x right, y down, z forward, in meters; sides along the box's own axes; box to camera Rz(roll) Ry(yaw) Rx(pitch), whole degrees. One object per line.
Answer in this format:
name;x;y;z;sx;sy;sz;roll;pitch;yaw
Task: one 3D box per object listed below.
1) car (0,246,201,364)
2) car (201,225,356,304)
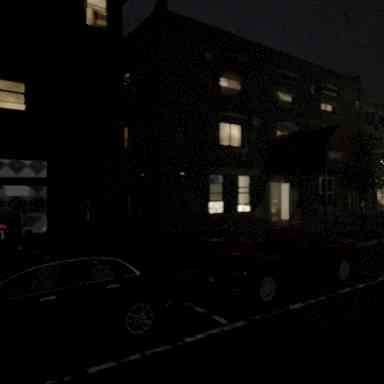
car;-2.270;1.553;4.945;4.403;1.369;2.008;0;0;-36
car;2.226;1.551;8.155;4.507;1.381;1.887;0;0;-36
